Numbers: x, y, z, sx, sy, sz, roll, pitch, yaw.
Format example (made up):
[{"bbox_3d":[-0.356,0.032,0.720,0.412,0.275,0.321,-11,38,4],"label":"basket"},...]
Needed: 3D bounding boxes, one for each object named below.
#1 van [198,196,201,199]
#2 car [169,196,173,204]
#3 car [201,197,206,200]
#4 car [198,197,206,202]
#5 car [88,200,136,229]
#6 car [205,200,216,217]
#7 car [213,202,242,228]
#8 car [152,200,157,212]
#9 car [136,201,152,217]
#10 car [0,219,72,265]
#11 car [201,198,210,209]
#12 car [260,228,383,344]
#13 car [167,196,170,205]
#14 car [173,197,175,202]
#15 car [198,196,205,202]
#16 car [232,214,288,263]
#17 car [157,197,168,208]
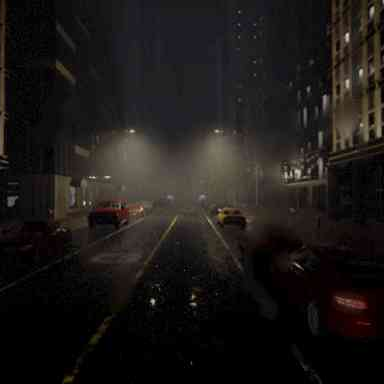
[{"bbox_3d":[2.689,1.881,85.786,1.690,1.788,3.998,1,0,0],"label":"van"},{"bbox_3d":[-5.692,2.004,68.785,2.008,1.369,4.403,1,0,0],"label":"car"},{"bbox_3d":[2.690,1.936,51.737,1.802,1.307,4.206,1,0,0],"label":"car"},{"bbox_3d":[2.685,2.118,91.459,2.008,1.369,4.403,1,0,0],"label":"car"},{"bbox_3d":[-5.685,1.488,23.382,2.192,1.841,5.009,1,0,0],"label":"car"},{"bbox_3d":[2.692,1.813,34.714,1.947,1.339,4.313,1,0,0],"label":"car"},{"bbox_3d":[2.694,1.698,23.535,1.752,1.417,4.829,1,0,0],"label":"car"},{"bbox_3d":[-5.689,1.809,40.237,1.752,1.417,4.829,1,0,0],"label":"car"},{"bbox_3d":[-5.687,1.688,34.732,1.967,1.590,4.097,1,0,0],"label":"car"},{"bbox_3d":[-5.686,1.674,12.028,1.802,1.307,4.206,1,0,0],"label":"car"},{"bbox_3d":[2.691,1.864,46.064,1.887,1.381,4.507,1,0,0],"label":"car"},{"bbox_3d":[2.695,1.631,6.341,1.802,1.307,4.206,0,0,0],"label":"car"},{"bbox_3d":[-5.691,1.966,63.108,1.887,1.381,4.507,1,0,0],"label":"car"},{"bbox_3d":[-5.692,1.952,80.135,1.967,1.590,4.097,1,0,0],"label":"car"},{"bbox_3d":[2.689,1.966,63.085,1.887,1.381,4.507,1,0,0],"label":"car"},{"bbox_3d":[2.695,1.673,12.015,1.802,1.307,4.206,1,0,0],"label":"car"},{"bbox_3d":[-5.691,1.955,57.433,1.947,1.339,4.313,1,0,0],"label":"car"}]
